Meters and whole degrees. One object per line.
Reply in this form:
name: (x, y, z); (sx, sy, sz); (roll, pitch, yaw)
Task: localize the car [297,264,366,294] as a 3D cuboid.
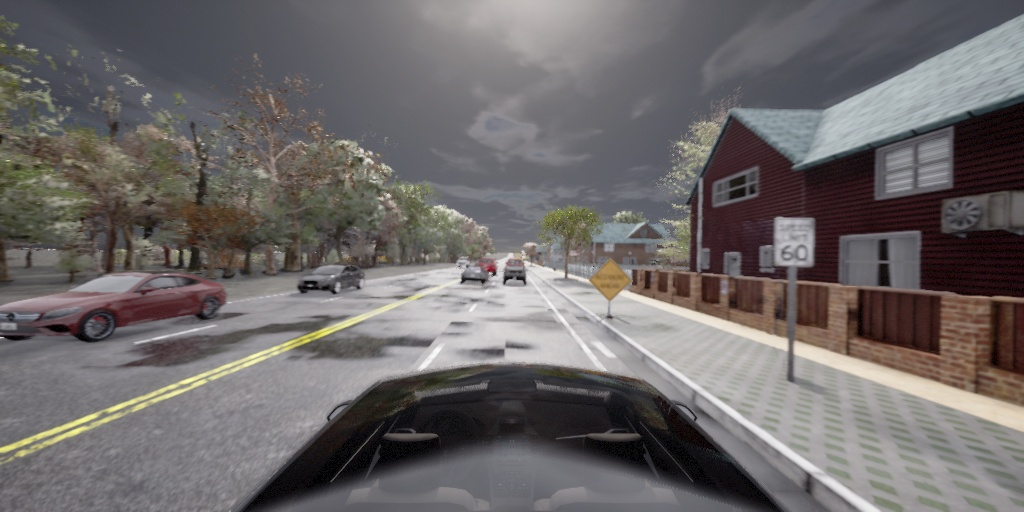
car: (-9.713, 1.194, 19.729); (1.837, 1.490, 4.892); (1, 0, 1)

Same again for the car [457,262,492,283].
car: (-3.010, 1.469, 29.572); (1.994, 1.385, 4.181); (1, 0, 1)

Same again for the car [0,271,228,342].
car: (-9.789, 1.132, 9.327); (1.812, 1.442, 4.674); (1, 0, 1)

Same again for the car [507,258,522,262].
car: (0.328, 1.305, 43.797); (2.150, 2.045, 5.566); (1, 0, 1)

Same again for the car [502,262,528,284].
car: (0.238, 1.476, 29.625); (1.837, 1.490, 4.892); (1, -1, 1)

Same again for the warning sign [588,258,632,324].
warning sign: (2.903, 0.998, 10.742); (1.300, 1.860, 1.060); (0, 0, 0)

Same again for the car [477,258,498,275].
car: (-2.931, 1.233, 43.225); (2.150, 2.045, 5.566); (1, 0, 1)
